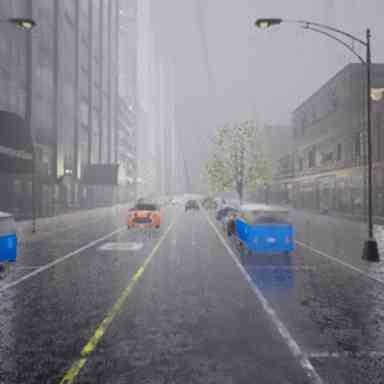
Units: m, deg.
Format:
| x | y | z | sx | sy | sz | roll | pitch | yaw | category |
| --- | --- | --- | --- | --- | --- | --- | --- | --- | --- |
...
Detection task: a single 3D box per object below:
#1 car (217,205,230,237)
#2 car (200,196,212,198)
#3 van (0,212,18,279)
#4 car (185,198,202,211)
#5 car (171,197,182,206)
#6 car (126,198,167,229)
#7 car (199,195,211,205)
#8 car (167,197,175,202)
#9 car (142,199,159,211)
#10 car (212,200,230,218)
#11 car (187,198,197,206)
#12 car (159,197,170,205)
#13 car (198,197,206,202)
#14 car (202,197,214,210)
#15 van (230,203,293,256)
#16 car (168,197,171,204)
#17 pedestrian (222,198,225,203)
| x | y | z | sx | sy | sz | roll | pitch | yaw | category |
| --- | --- | --- | --- | --- | --- | --- | --- | --- | --- |
| 2.701 | 1.674 | 18.706 | 1.947 | 1.339 | 4.313 | 1 | 0 | 0 | car |
| 2.709 | 1.621 | 57.530 | 2.192 | 1.841 | 5.009 | 1 | 0 | 0 | car |
| -5.676 | 1.387 | 7.615 | 1.690 | 1.788 | 3.998 | 1 | 0 | 0 | van |
| 0.029 | 1.850 | 45.715 | 1.895 | 1.301 | 4.718 | 0 | 0 | 1 | car |
| -3.005 | 1.935 | 64.438 | 1.895 | 1.301 | 4.718 | 0 | 0 | 0 | car |
| -3.096 | 1.482 | 22.696 | 2.097 | 1.767 | 4.553 | 0 | 0 | 0 | car |
| 2.710 | 1.672 | 68.622 | 2.192 | 1.841 | 5.009 | 1 | 0 | 0 | car |
| -5.672 | 2.015 | 90.802 | 1.947 | 1.339 | 4.313 | 1 | 0 | 0 | car |
| -5.675 | 1.778 | 46.265 | 1.752 | 1.417 | 4.829 | 1 | 0 | 0 | car |
| 3.002 | 1.691 | 29.188 | 1.812 | 1.442 | 4.674 | 0 | 0 | 0 | car |
| 0.004 | 1.832 | 62.462 | 1.837 | 1.490 | 4.892 | 0 | 0 | 0 | car |
| -5.673 | 1.882 | 68.450 | 1.752 | 1.417 | 4.829 | 1 | 0 | 0 | car |
| 2.709 | 2.015 | 90.804 | 1.947 | 1.339 | 4.313 | 1 | 0 | 0 | car |
| 2.705 | 1.779 | 46.607 | 1.752 | 1.417 | 4.829 | 1 | 0 | 0 | car |
| 2.704 | 1.418 | 13.161 | 1.690 | 1.788 | 3.998 | 1 | 0 | 0 | van |
| -5.675 | 1.898 | 63.075 | 1.947 | 1.339 | 4.313 | 1 | 0 | 0 | car |
| 3.002 | 1.474 | 32.038 | 0.375 | 1.860 | 0.375 | 1 | -1 | -4 | pedestrian |
